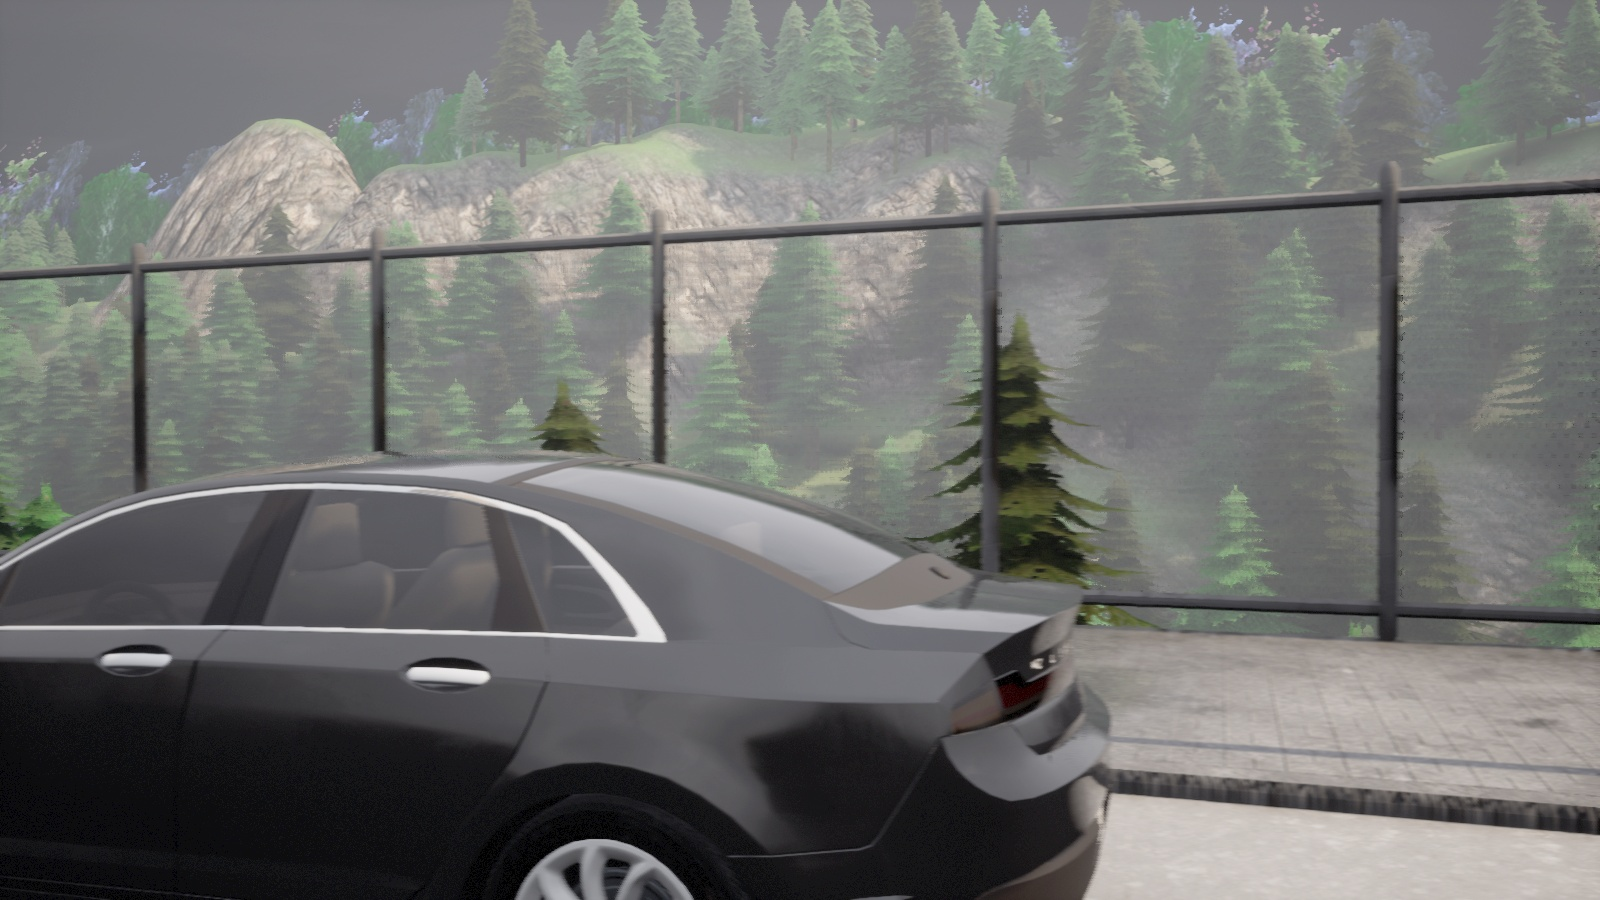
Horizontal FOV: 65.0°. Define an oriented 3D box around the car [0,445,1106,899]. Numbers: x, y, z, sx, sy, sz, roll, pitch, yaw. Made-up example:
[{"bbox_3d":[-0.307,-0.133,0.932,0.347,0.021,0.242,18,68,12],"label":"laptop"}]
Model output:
[{"bbox_3d":[-1.561,0.758,4.244,4.892,1.490,1.837,1,1,19],"label":"car"}]
